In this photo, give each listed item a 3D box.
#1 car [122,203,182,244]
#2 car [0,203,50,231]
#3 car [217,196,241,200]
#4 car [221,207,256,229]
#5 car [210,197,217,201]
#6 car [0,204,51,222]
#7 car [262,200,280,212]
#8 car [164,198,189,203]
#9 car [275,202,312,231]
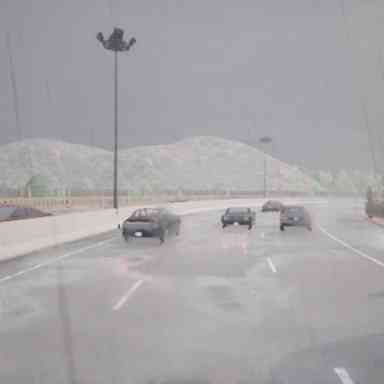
[{"bbox_3d":[-1.748,1.494,15.819,2.128,1.511,4.902,0,0,10],"label":"car"},{"bbox_3d":[-11.629,1.506,21.138,2.033,1.411,5.357,0,0,12],"label":"car"},{"bbox_3d":[6.639,1.418,55.074,2.097,1.767,4.553,0,0,34],"label":"car"},{"bbox_3d":[3.223,1.630,22.171,1.895,1.301,4.718,0,0,15],"label":"car"},{"bbox_3d":[5.022,1.608,58.960,2.033,1.411,5.357,0,0,36],"label":"car"},{"bbox_3d":[-8.954,1.446,16.297,1.882,1.535,5.008,0,0,11],"label":"car"},{"bbox_3d":[9.591,1.634,38.915,1.994,1.385,4.181,0,0,26],"label":"car"},{"bbox_3d":[-2.504,1.623,53.722,1.895,1.301,4.718,0,0,31],"label":"car"},{"bbox_3d":[6.584,1.592,21.359,2.033,1.411,5.357,0,0,15],"label":"car"}]
